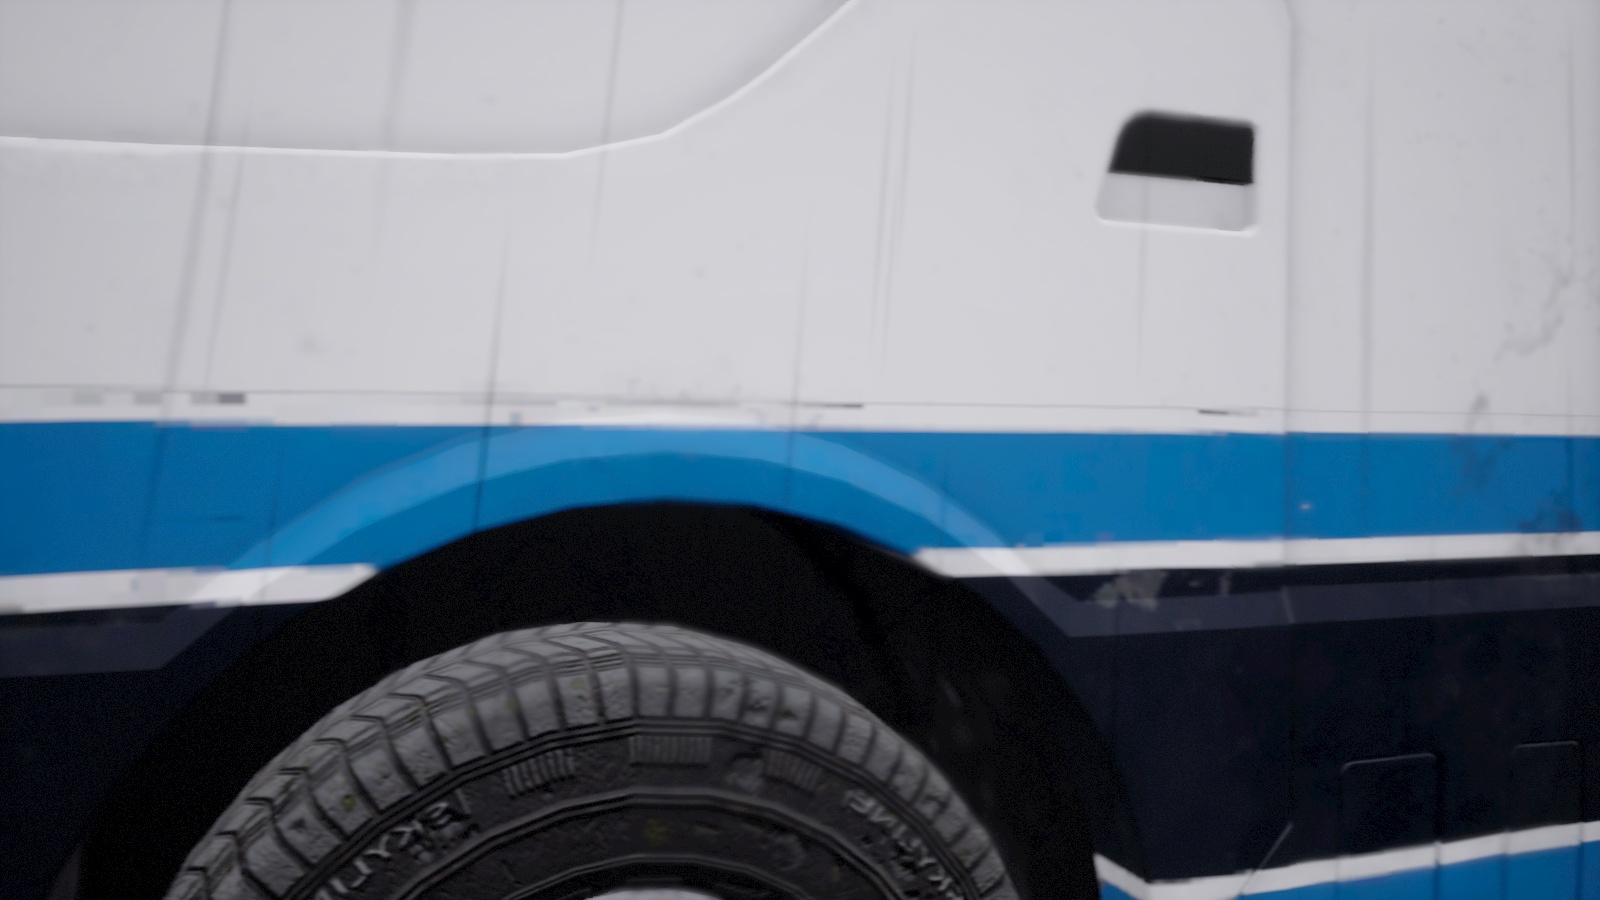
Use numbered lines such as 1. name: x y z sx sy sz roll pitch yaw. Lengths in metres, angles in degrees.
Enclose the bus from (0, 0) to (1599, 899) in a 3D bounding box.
1. bus: 2.128 -0.669 4.030 10.273 4.253 3.944 -1 1 -21
